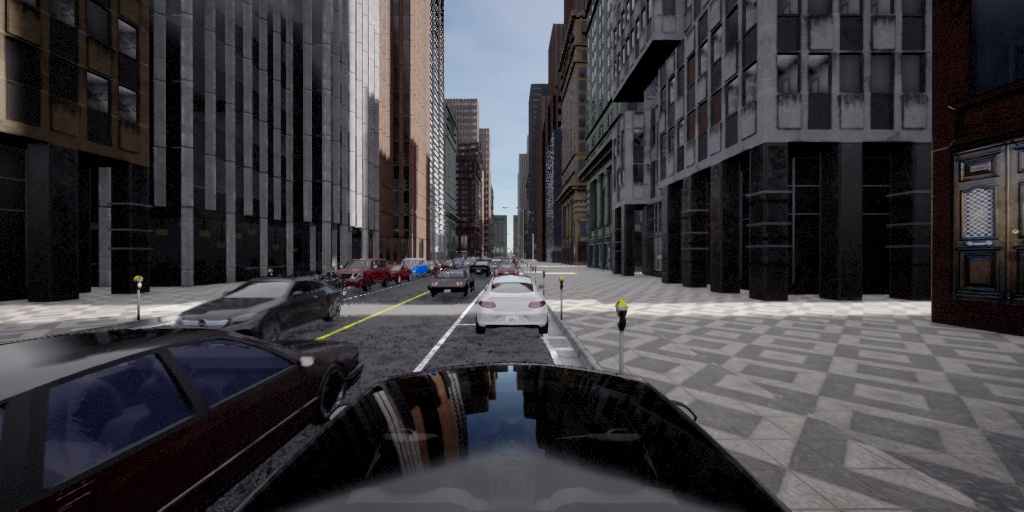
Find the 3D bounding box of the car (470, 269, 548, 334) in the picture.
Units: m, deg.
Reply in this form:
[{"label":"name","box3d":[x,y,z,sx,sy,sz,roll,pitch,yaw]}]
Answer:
[{"label":"car","box3d":[0.003,1.275,10.501,1.812,1.442,4.674,0,0,0]}]

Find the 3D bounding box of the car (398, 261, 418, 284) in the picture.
[{"label":"car","box3d":[-8.908,1.294,27.194,1.888,1.381,4.507,0,0,0]}]

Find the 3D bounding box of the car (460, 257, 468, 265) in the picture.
[{"label":"car","box3d":[-6.145,0.992,50.987,2.128,1.511,4.902,0,0,0]}]

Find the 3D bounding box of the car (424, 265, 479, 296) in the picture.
[{"label":"car","box3d":[-3.044,1.350,19.115,1.895,1.301,4.718,0,0,0]}]

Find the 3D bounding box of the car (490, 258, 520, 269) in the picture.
[{"label":"car","box3d":[-0.383,1.189,27.203,1.967,1.591,4.097,0,0,0]}]

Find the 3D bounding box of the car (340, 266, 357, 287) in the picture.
[{"label":"car","box3d":[-8.908,1.315,15.920,1.948,1.339,4.313,0,0,0]}]

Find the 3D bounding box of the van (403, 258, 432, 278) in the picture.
[{"label":"van","box3d":[-8.908,1.090,32.830,1.690,1.789,3.998,0,0,0]}]

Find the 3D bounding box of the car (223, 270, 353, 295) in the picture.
[{"label":"car","box3d":[-6.246,1.275,9.522,1.812,1.442,4.674,0,0,0]}]

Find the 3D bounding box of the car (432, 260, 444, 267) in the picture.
[{"label":"car","box3d":[-8.908,1.189,38.467,1.967,1.591,4.097,0,0,0]}]

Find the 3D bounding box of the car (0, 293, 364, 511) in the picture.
[{"label":"car","box3d":[-3.043,1.297,2.676,2.033,1.411,5.357,0,0,0]}]

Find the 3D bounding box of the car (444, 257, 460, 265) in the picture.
[{"label":"car","box3d":[-8.908,1.189,49.741,1.967,1.591,4.097,0,0,0]}]

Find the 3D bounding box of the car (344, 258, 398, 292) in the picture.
[{"label":"car","box3d":[-8.908,1.064,21.556,2.192,1.841,5.009,0,0,0]}]

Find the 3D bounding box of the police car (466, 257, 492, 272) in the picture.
[{"label":"police car","box3d":[-3.145,1.174,36.193,1.930,1.638,5.238,0,0,0]}]
